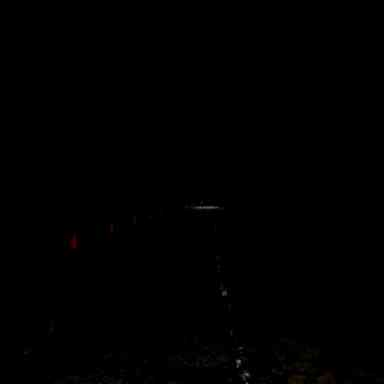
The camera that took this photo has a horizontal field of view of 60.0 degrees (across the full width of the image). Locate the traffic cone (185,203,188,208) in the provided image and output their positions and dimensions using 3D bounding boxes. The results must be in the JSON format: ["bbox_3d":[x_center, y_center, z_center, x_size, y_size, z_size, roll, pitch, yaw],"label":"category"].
[{"bbox_3d":[-0.815,1.970,48.488,0.340,0.580,0.340,0,0,10],"label":"traffic cone"}]

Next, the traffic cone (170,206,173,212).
[{"bbox_3d":[-2.373,1.967,38.515,0.340,0.580,0.340,0,0,8],"label":"traffic cone"}]

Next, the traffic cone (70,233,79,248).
[{"bbox_3d":[-4.741,1.957,13.400,0.340,0.580,0.340,0,0,3],"label":"traffic cone"}]

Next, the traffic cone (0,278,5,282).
[{"bbox_3d":[-4.952,1.954,8.358,0.340,0.580,0.340,0,0,2],"label":"traffic cone"}]

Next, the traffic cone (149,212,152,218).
[{"bbox_3d":[-3.582,1.963,28.495,0.340,0.580,0.340,0,0,6],"label":"traffic cone"}]

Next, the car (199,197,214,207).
[{"bbox_3d":[2.313,1.524,52.230,1.837,1.490,4.892,0,0,10],"label":"car"}]

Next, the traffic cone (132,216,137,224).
[{"bbox_3d":[-4.056,1.961,23.470,0.340,0.580,0.340,0,0,5],"label":"traffic cone"}]

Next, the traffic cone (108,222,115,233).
[{"bbox_3d":[-4.442,1.959,18.438,0.340,0.580,0.340,0,0,4],"label":"traffic cone"}]
